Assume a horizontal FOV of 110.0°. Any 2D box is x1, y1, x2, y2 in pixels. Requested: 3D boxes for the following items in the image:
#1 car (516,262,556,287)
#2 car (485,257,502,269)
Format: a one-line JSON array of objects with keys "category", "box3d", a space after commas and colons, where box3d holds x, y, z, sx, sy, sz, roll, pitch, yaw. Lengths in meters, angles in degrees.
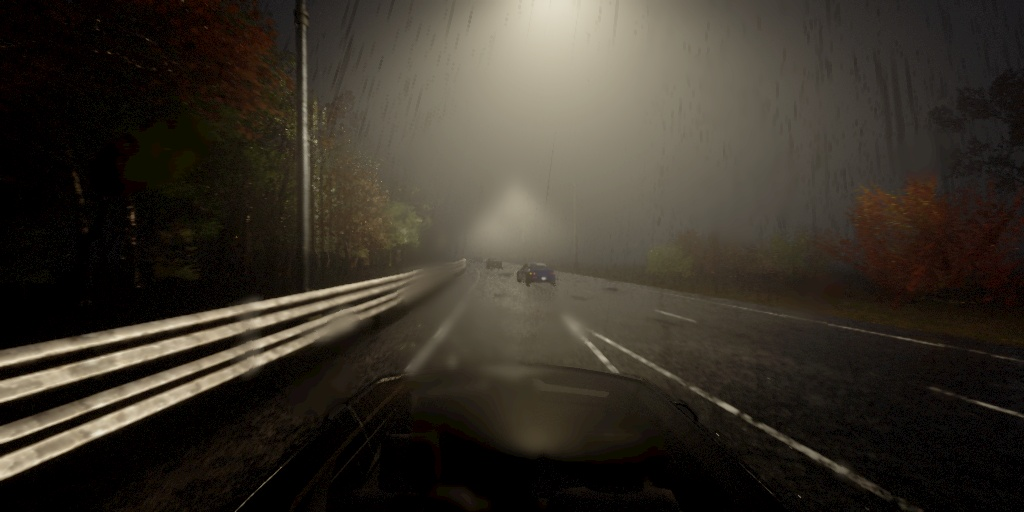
[{"category": "car", "box3d": [1.500, 1.131, 23.220, 1.812, 1.442, 4.674, 0, 0, -9]}, {"category": "car", "box3d": [-2.478, 0.889, 47.209, 1.882, 1.535, 5.008, 0, 1, -9]}]
